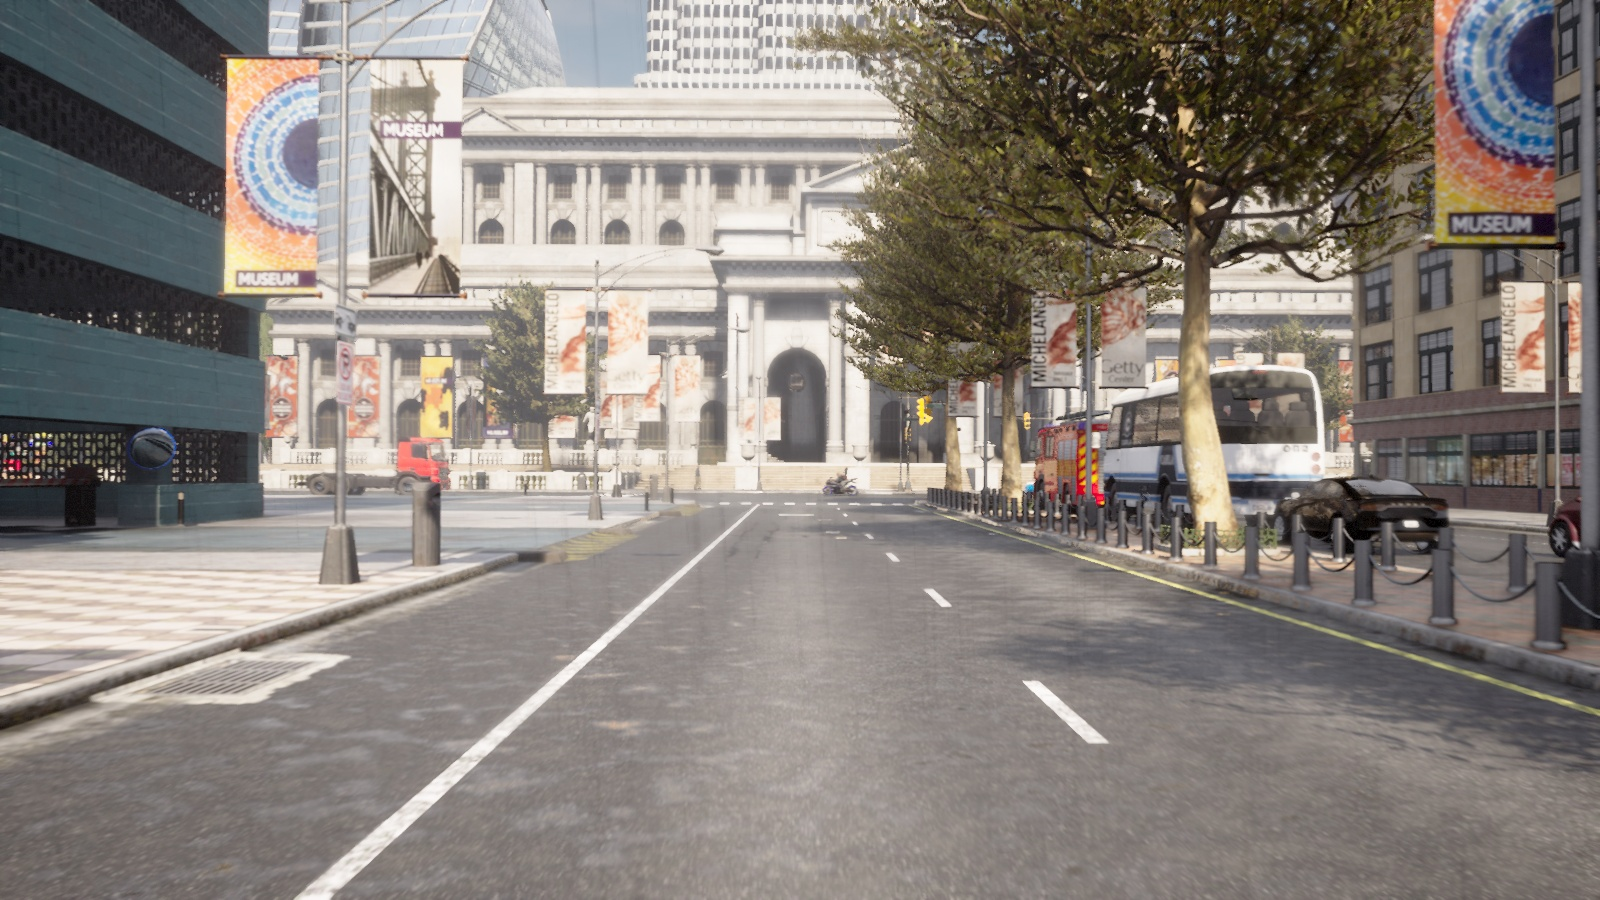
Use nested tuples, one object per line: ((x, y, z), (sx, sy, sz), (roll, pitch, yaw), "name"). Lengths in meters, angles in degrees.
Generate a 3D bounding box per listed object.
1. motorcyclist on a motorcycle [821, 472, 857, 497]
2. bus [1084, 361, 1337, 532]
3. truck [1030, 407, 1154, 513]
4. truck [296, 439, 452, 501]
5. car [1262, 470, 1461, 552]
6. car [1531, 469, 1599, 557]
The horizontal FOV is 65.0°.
((2.433, 2.159, 78.773), (2.191, 1.530, 0.866), (0, -1, 0), "motorcyclist on a motorcycle")
((11.406, 0.004, 36.512), (3.944, 4.253, 10.273), (0, -1, 0), "bus")
((11.328, 0.435, 49.596), (2.891, 3.827, 8.468), (0, -1, 0), "truck")
((-24.258, 1.132, 71.824), (7.936, 3.462, 2.891), (0, -1, 0), "truck")
((11.437, 1.182, 26.011), (1.882, 1.535, 5.008), (0, -1, 0), "car")
((14.945, 1.106, 22.266), (1.789, 1.549, 3.705), (0, -1, 0), "car")
